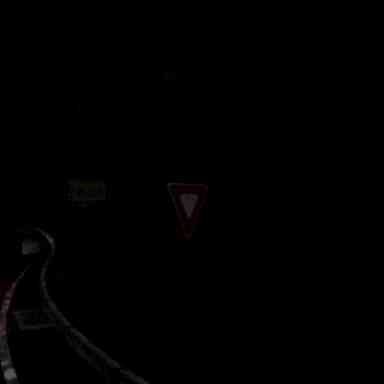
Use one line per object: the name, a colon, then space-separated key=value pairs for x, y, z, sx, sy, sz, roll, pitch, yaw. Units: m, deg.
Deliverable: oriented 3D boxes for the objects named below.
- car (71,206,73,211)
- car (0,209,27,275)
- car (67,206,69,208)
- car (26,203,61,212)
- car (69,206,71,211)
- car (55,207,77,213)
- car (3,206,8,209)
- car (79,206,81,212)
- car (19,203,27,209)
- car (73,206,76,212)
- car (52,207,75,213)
car: x=-28.646 y=3.712 z=70.227 sx=5.366 sy=1.575 sz=1.946 roll=1 pitch=-4 yaw=-12
car: x=-7.192 y=1.649 z=11.382 sx=2.097 sy=1.767 sz=4.553 roll=1 pitch=-1 yaw=-20
car: x=-27.333 y=3.353 z=64.883 sx=4.892 sy=1.521 sz=2.231 roll=1 pitch=-4 yaw=-12
car: x=-26.220 y=2.977 z=59.502 sx=4.892 sy=1.521 sz=2.231 roll=1 pitch=-4 yaw=-12
car: x=-27.872 y=3.568 z=67.572 sx=4.792 sy=1.488 sz=2.163 roll=1 pitch=-4 yaw=-12
car: x=-30.713 y=4.447 z=81.027 sx=4.674 sy=1.452 sz=2.002 roll=1 pitch=-4 yaw=-12
car: x=-36.963 y=3.570 z=67.972 sx=1.994 sy=1.385 sz=4.181 roll=1 pitch=-4 yaw=-12
car: x=-31.308 y=4.601 z=83.716 sx=4.792 sy=1.488 sz=2.163 roll=1 pitch=-4 yaw=-12
car: x=-33.701 y=3.278 z=68.280 sx=2.150 sy=2.045 sz=5.566 roll=1 pitch=-4 yaw=-12
car: x=-29.618 y=3.945 z=75.642 sx=4.553 sy=1.767 sz=2.185 roll=1 pitch=-4 yaw=-12
car: x=-30.155 y=4.279 z=78.335 sx=4.674 sy=1.452 sz=2.002 roll=1 pitch=-4 yaw=-12
